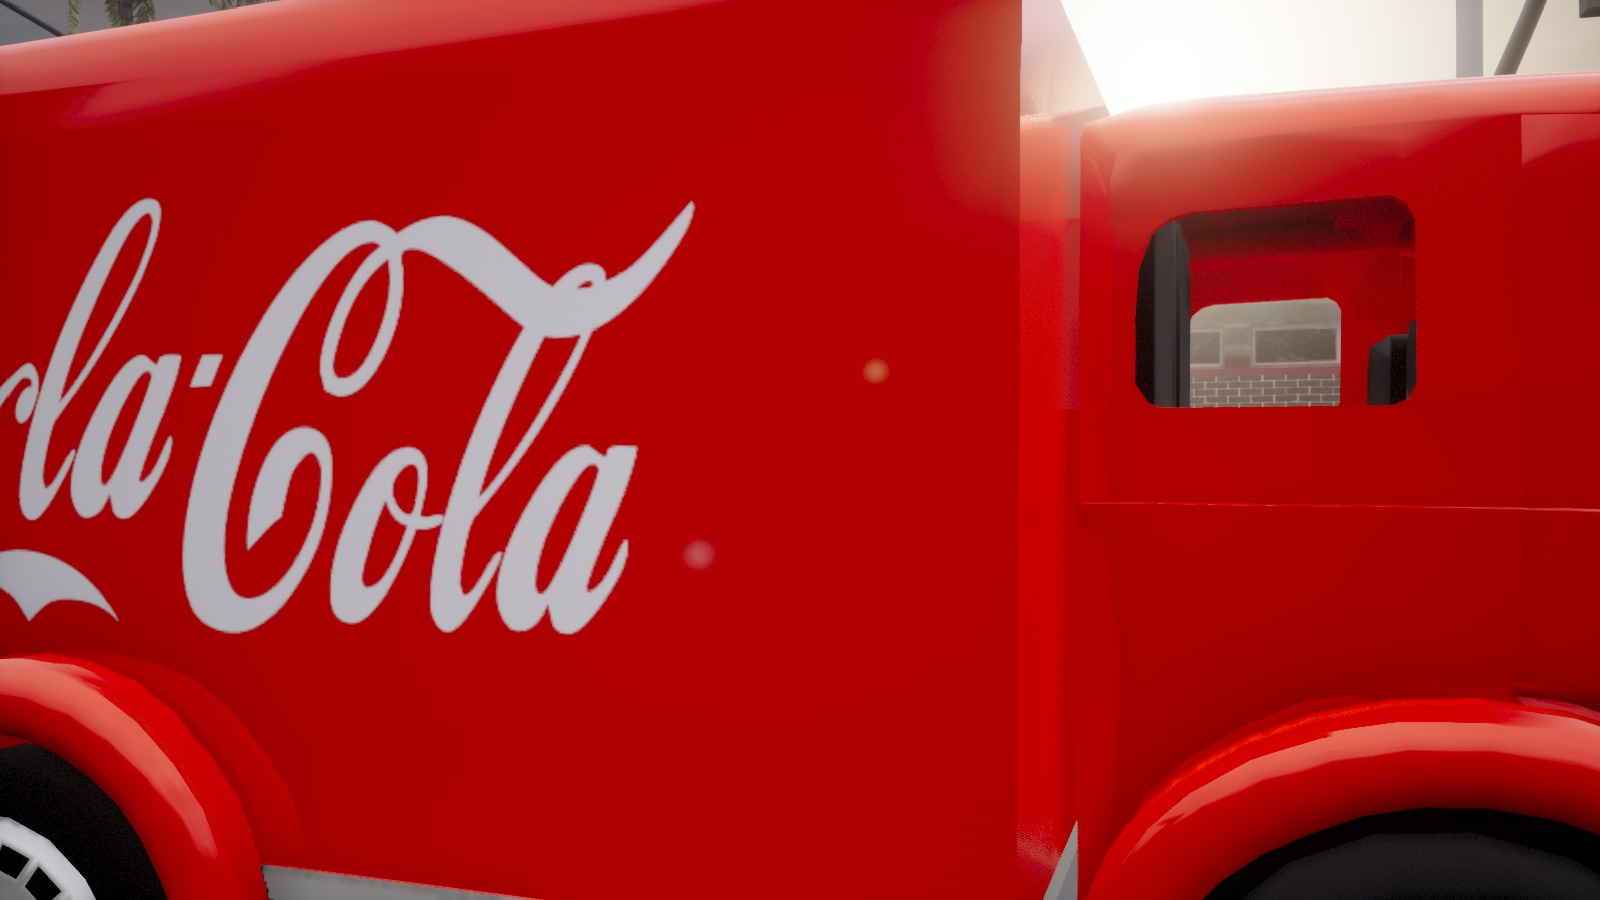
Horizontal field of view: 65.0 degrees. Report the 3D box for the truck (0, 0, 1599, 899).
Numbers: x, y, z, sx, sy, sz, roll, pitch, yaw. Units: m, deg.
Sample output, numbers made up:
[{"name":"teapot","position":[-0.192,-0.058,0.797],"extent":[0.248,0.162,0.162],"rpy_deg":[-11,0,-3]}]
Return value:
[{"name":"truck","position":[-0.068,0.283,3.233],"extent":[5.204,2.467,2.627],"rpy_deg":[1,1,20]}]
